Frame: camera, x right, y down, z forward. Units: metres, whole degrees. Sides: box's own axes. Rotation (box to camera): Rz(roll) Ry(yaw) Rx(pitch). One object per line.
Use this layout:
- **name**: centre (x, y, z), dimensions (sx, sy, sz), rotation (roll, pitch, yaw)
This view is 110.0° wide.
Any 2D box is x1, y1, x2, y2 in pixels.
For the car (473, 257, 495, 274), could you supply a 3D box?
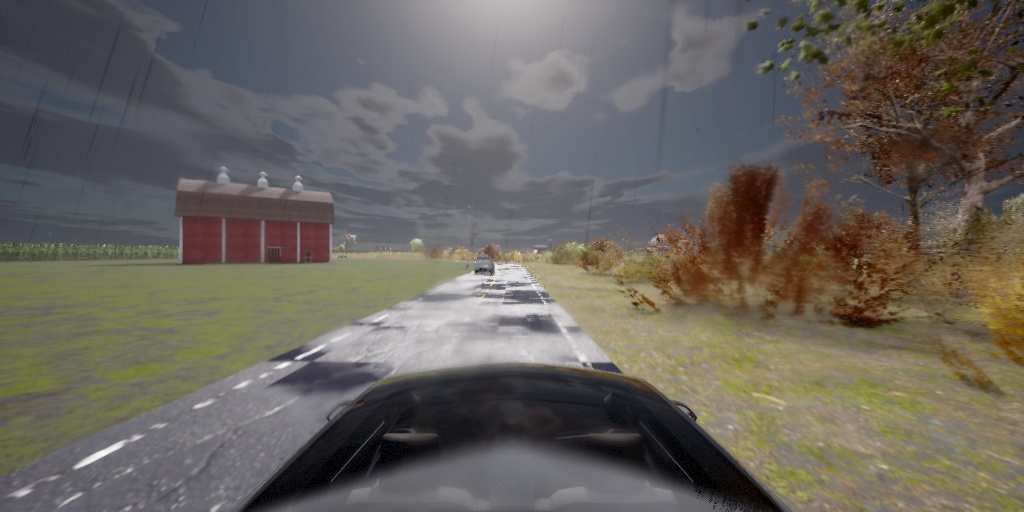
- **car**: centre (-2.847, 1.102, 37.156), dimensions (1.837, 1.490, 4.892), rotation (0, 0, 0)
